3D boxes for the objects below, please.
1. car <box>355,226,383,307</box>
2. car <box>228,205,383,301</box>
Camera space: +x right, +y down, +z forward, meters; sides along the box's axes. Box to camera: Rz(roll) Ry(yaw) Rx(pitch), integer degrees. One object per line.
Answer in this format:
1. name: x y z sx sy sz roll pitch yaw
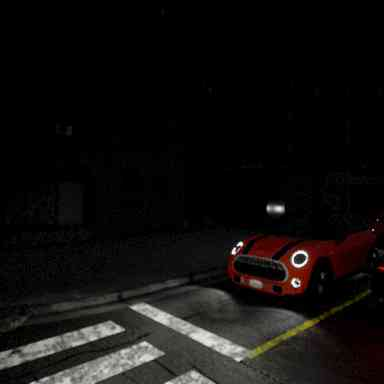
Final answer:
1. car: 5.324 1.483 6.783 4.892 1.490 1.837 0 0 -42
2. car: 2.963 1.315 8.451 4.553 1.767 2.097 0 0 -43
